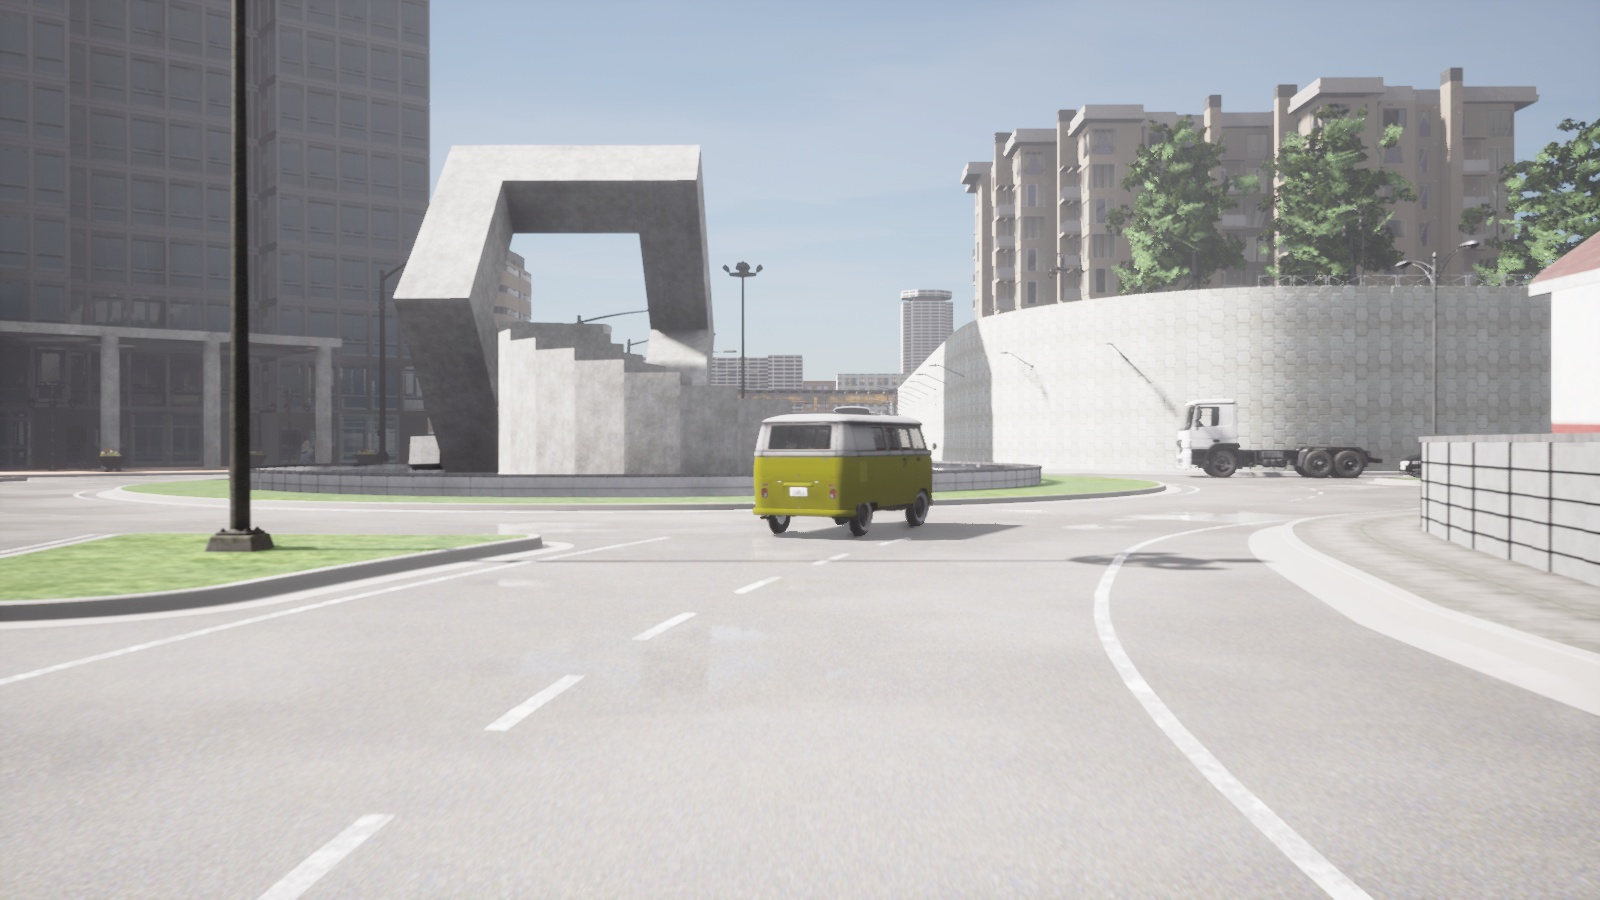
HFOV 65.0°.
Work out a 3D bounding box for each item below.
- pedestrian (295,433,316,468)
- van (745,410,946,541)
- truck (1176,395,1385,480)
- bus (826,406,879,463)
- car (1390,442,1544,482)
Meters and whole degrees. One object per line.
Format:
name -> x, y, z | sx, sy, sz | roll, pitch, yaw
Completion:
pedestrian -> -26.232, 0.008, 66.618 | 0.900, 1.855, 0.874 | 0, 0, -33
van -> 0.909, 0.379, 21.470 | 1.775, 1.987, 4.442 | 0, 0, 26
truck -> 20.311, -0.520, 53.516 | 7.936, 3.462, 2.891 | 0, 0, 11
bus -> 4.116, -1.186, 99.226 | 3.944, 4.253, 10.273 | 0, 0, 2
car -> 26.082, 0.447, 49.238 | 4.902, 1.511, 2.128 | 0, 0, 2
